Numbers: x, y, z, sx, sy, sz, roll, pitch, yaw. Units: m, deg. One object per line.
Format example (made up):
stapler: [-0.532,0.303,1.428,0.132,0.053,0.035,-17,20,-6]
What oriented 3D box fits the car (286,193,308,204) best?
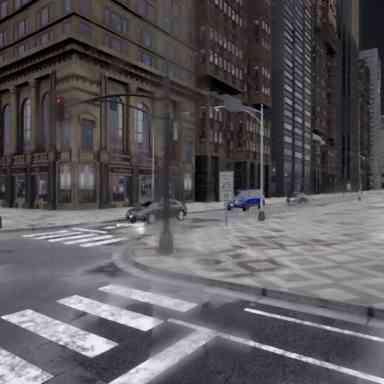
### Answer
car: [14.609,0.841,45.985,2.128,1.511,4.902,0,1,36]

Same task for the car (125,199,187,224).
car: [-2.297,1.240,22.446,1.837,1.490,4.892,0,1,37]

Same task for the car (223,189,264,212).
car: [5.275,0.781,33.042,2.150,2.045,5.566,0,1,36]
